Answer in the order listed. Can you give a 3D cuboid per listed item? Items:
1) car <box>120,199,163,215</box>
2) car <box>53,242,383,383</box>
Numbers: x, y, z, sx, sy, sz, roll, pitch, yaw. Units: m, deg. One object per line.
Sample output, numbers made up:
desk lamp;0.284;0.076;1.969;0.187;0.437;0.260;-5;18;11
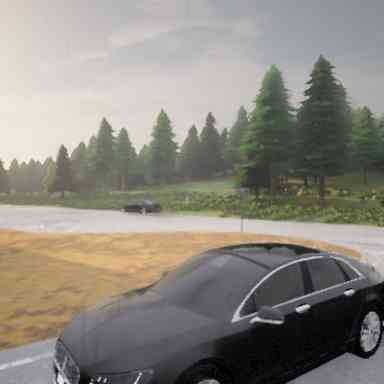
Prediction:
car;-5.222;1.508;33.880;5.008;1.535;1.882;0;0;38
car;0.781;1.511;4.460;4.892;1.490;1.837;1;-1;-35
